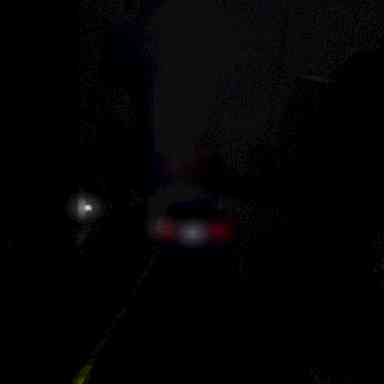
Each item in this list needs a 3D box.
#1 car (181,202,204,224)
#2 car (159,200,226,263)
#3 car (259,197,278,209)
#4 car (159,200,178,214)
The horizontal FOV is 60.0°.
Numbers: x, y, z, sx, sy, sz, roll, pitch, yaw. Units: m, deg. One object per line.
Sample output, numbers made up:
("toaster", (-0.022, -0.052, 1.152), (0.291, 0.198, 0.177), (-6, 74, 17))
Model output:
("car", (0.080, 1.710, 28.489), (1.837, 1.490, 4.892), (0, 0, 1))
("car", (0.037, 1.334, 12.569), (2.150, 2.045, 5.566), (0, 0, 0))
("car", (12.823, 1.593, 50.706), (5.009, 1.841, 2.192), (1, 0, 0))
("car", (-2.686, 1.692, 38.531), (1.837, 1.490, 4.892), (0, 0, 1))
